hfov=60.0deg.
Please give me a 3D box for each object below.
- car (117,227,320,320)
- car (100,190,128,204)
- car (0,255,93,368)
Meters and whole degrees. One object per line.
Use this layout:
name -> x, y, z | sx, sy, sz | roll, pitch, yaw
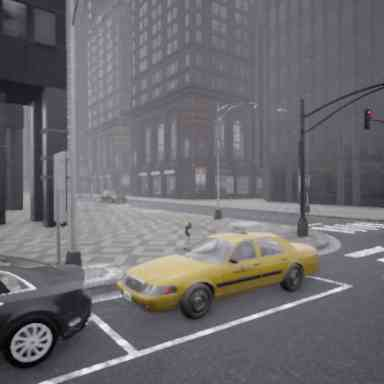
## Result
car -> 0.826, 1.487, 7.258 | 4.829, 1.417, 1.752 | -1, 0, -36
car -> -9.845, 0.516, 41.773 | 2.097, 1.767, 4.553 | 0, 1, -36
car -> -3.511, 1.556, 4.139 | 4.403, 1.369, 2.008 | -1, 0, -36
